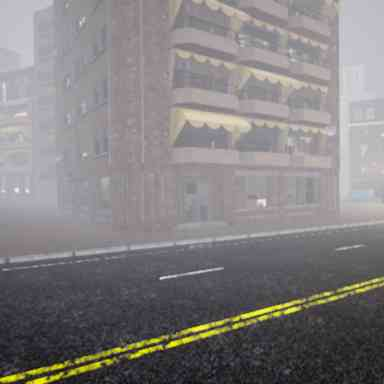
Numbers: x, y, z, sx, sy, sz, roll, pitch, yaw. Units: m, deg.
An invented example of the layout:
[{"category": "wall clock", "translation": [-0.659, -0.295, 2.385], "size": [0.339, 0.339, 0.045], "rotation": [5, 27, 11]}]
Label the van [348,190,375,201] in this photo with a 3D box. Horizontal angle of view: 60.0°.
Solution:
[{"category": "van", "translation": [28.793, 0.521, 56.415], "size": [3.998, 1.788, 1.690], "rotation": [1, 0, 25]}]
